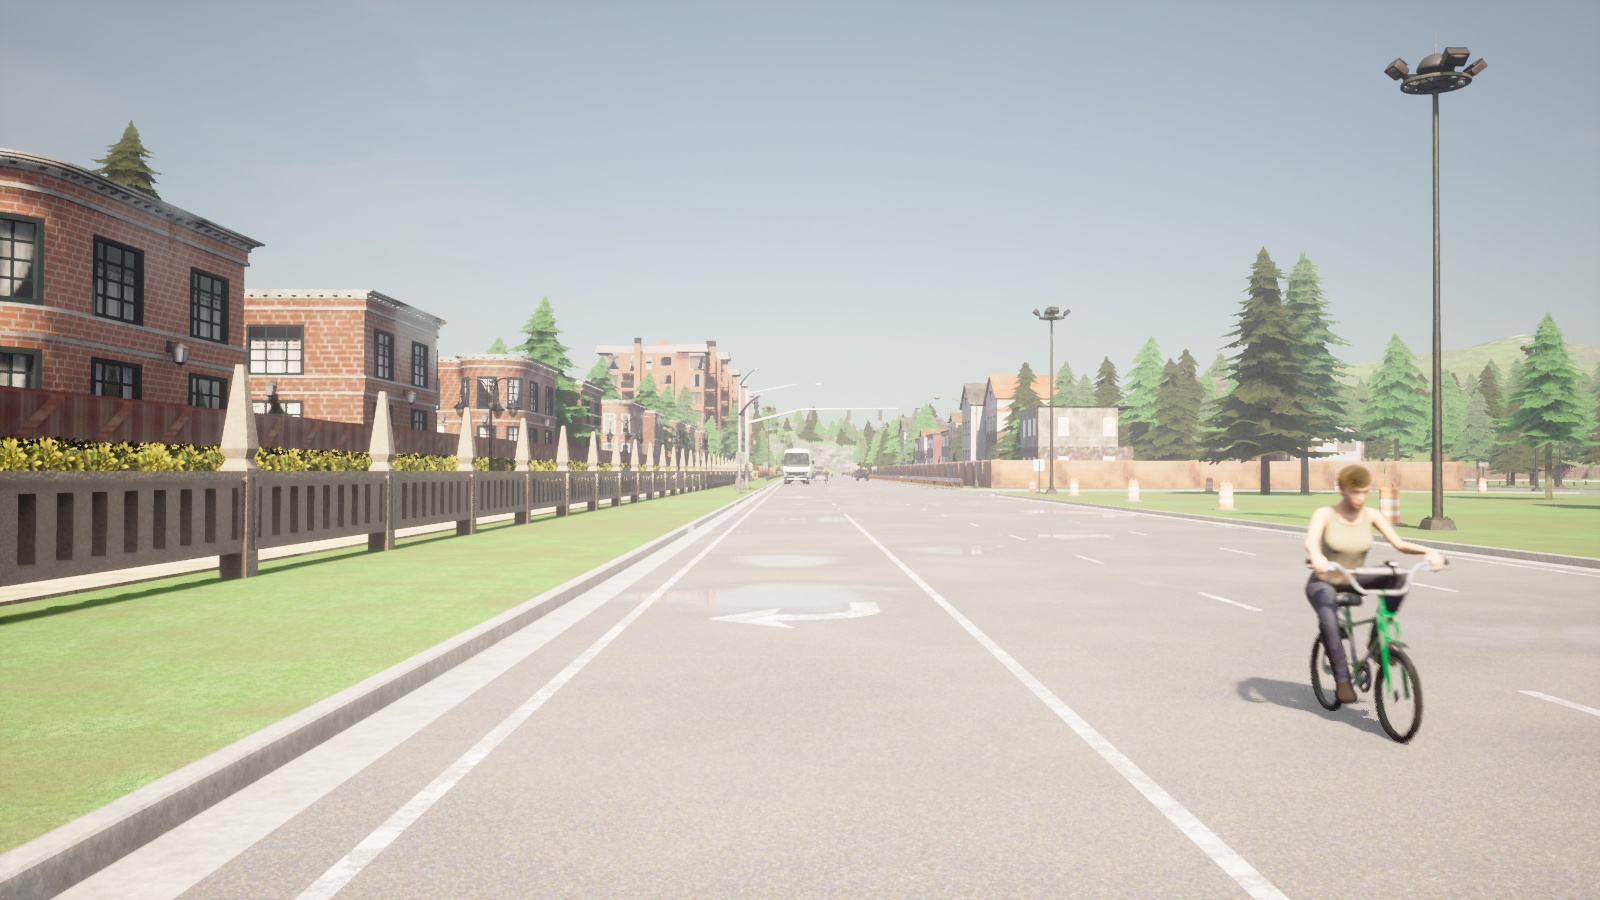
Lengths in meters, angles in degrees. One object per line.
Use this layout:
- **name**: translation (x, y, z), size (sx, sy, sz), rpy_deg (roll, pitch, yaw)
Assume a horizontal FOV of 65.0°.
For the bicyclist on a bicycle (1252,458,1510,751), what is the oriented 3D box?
- **bicyclist on a bicycle**: translation (3.486, 0.866, 7.701), size (0.866, 1.612, 1.509), rpy_deg (0, -1, 0)
